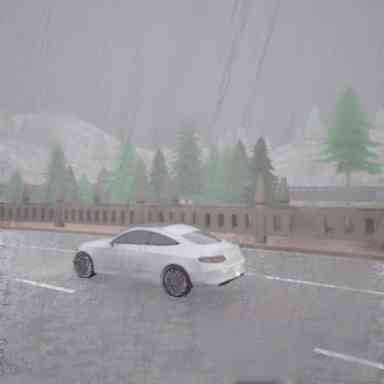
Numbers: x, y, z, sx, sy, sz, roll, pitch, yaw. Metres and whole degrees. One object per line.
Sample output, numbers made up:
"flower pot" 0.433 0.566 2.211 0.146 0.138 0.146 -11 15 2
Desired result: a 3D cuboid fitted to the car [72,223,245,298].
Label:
"car" -0.975 1.519 8.415 4.674 1.442 1.812 0 0 32
